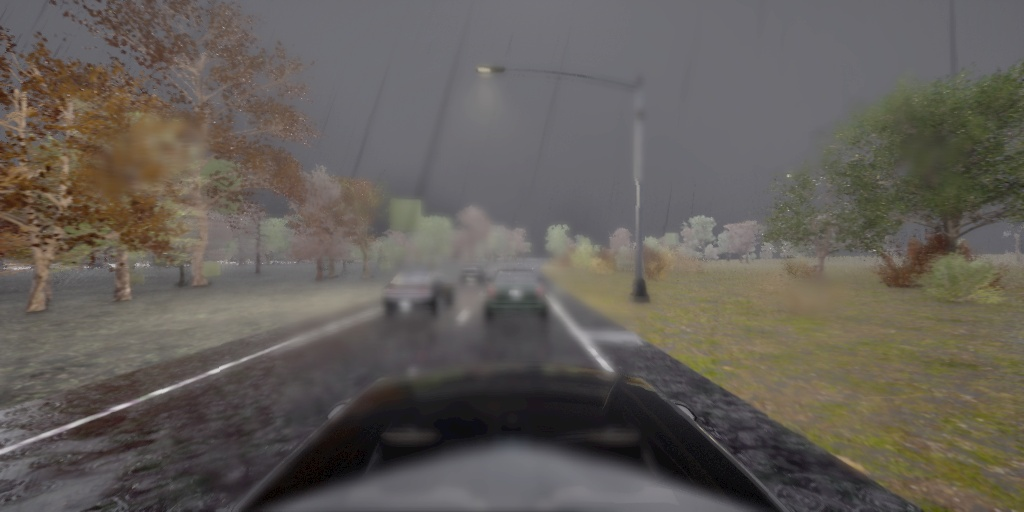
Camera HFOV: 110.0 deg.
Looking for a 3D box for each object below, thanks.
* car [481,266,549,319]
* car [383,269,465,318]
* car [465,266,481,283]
[{"bbox_3d":[0.180,1.224,13.509,2.097,1.767,4.553,0,0,1],"label":"car"},{"bbox_3d":[-3.318,1.362,13.716,2.128,1.511,4.902,0,-1,1],"label":"car"},{"bbox_3d":[-2.979,1.533,29.064,1.837,1.490,4.892,0,-1,2],"label":"car"}]
